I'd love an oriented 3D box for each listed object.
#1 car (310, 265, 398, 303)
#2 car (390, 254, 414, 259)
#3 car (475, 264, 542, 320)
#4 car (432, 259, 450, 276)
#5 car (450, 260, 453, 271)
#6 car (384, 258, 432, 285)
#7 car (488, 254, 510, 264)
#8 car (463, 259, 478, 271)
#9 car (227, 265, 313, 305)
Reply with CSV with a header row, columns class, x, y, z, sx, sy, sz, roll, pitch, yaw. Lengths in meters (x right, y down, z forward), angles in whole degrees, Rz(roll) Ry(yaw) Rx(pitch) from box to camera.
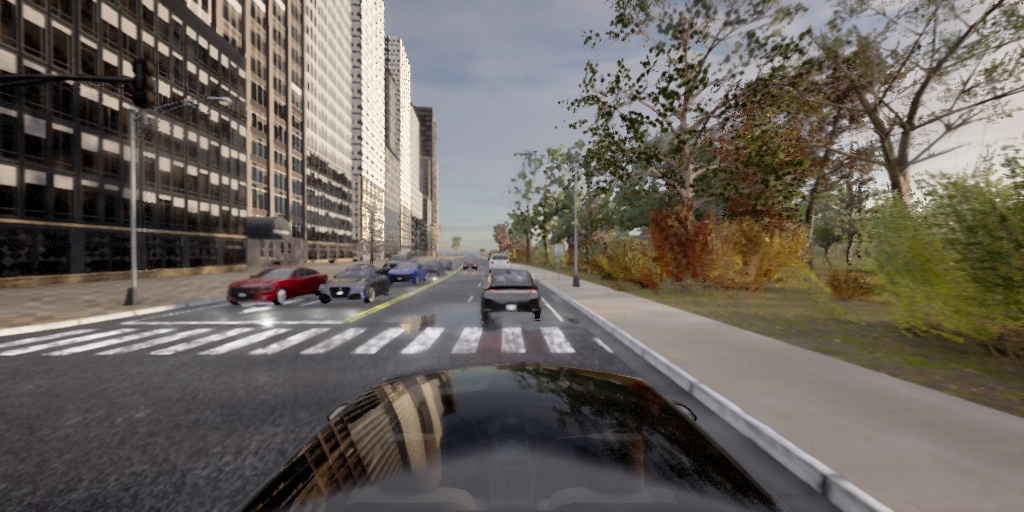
class,x,y,z,sx,sy,sz,roll,pitch,yaw
car,-6.868,1.267,16.133,1.994,1.385,4.181,0,0,-2
car,-10.976,0.849,35.348,2.150,2.045,5.566,0,0,-4
car,-0.066,1.202,12.362,2.128,1.511,4.902,0,0,-1
car,-7.698,1.173,35.055,2.033,1.411,5.357,0,0,-3
car,-8.502,1.075,45.082,2.128,1.511,4.902,0,0,-5
car,-7.195,1.145,25.104,1.882,1.535,5.008,0,0,-3
car,-1.419,0.821,39.335,2.150,2.045,5.566,0,0,-4
car,-5.340,1.175,46.222,1.895,1.301,4.718,0,0,-5
car,-10.101,1.185,15.914,1.882,1.535,5.008,0,0,0
